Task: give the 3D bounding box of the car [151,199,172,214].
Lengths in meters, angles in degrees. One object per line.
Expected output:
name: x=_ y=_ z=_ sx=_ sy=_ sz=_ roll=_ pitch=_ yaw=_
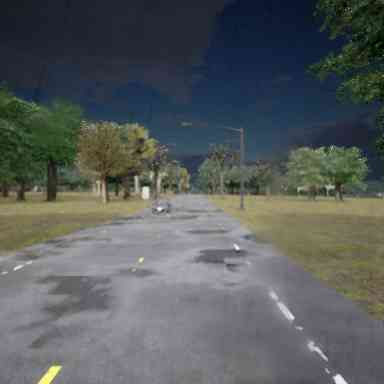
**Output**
car: x=-3.196 y=1.546 z=35.674 sx=2.128 sy=1.511 sz=4.902 roll=0 pitch=0 yaw=1
